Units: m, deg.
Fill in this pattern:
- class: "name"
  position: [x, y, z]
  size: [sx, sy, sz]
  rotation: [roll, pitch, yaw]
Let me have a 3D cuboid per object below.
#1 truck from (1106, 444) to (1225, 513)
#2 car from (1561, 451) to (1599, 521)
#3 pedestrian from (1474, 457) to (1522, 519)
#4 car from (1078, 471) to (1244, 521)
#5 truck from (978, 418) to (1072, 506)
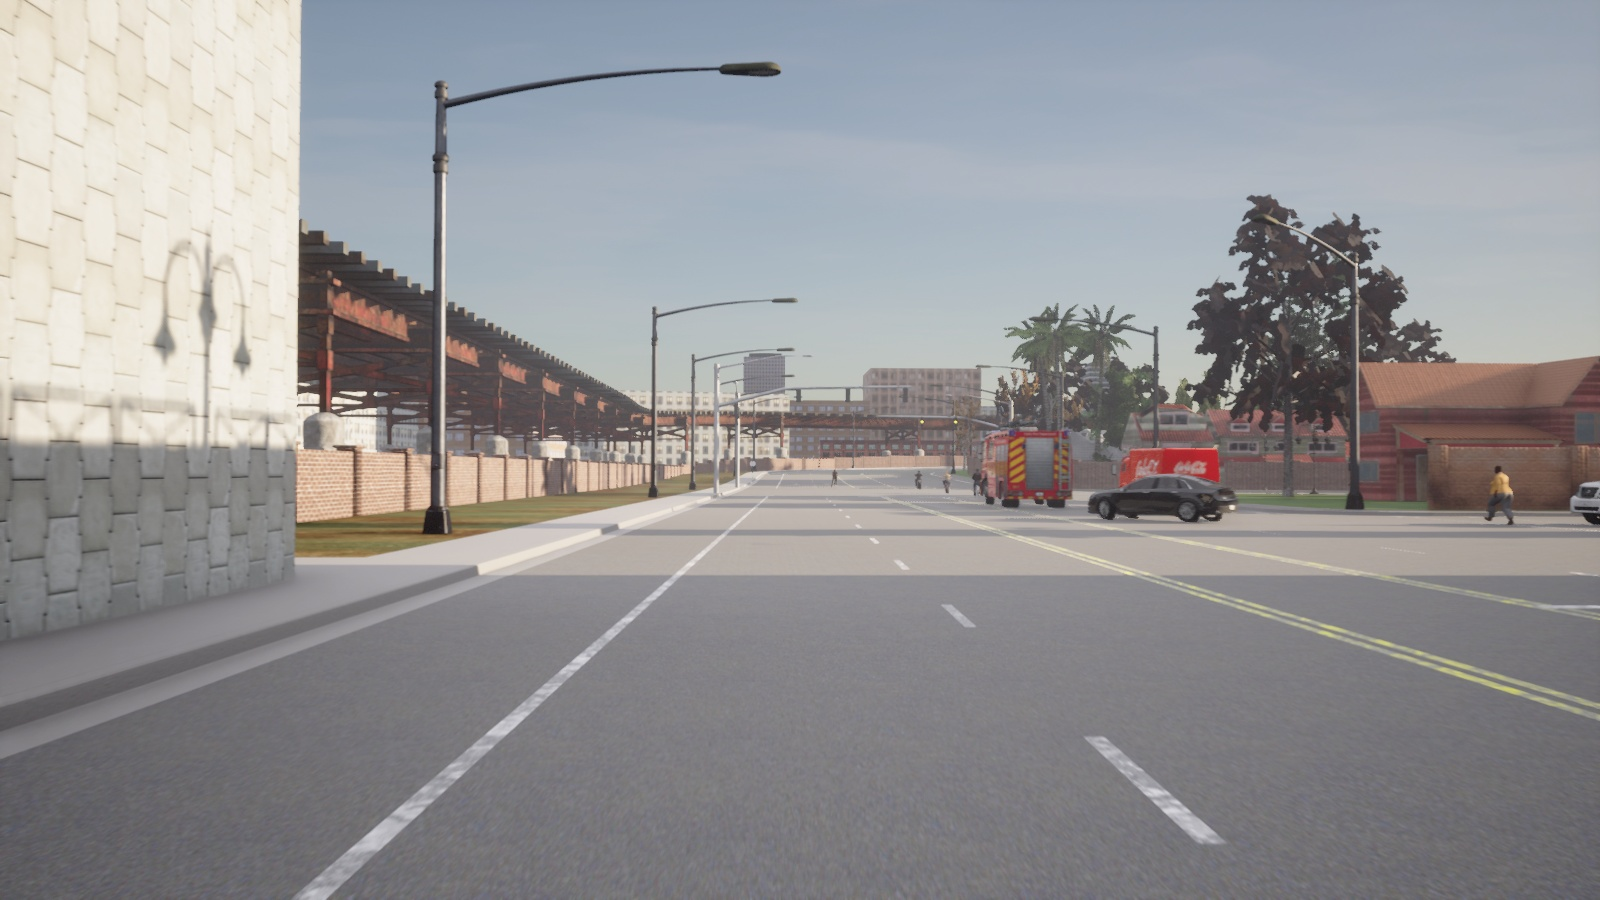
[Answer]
- class: "truck"
  position: [13.815, 1.074, 47.871]
  size: [2.627, 2.467, 5.204]
  rotation: [0, -1, -5]
- class: "car"
  position: [26.401, 1.062, 37.871]
  size: [5.566, 2.045, 2.150]
  rotation: [0, -1, -1]
- class: "pedestrian"
  position: [21.221, 1.160, 38.213]
  size: [0.874, 1.855, 0.900]
  rotation: [0, -1, -16]
- class: "car"
  position: [11.646, 1.457, 40.801]
  size: [4.892, 1.490, 1.837]
  rotation: [-1, 0, 45]
- class: "truck"
  position: [10.333, 0.588, 58.480]
  size: [2.891, 3.827, 8.468]
  rotation: [0, -1, 0]
